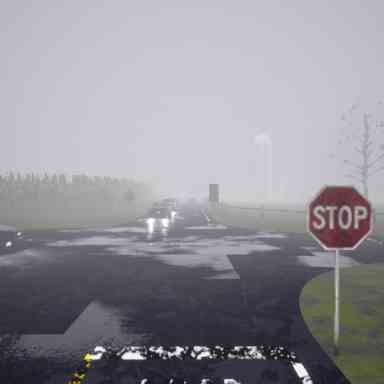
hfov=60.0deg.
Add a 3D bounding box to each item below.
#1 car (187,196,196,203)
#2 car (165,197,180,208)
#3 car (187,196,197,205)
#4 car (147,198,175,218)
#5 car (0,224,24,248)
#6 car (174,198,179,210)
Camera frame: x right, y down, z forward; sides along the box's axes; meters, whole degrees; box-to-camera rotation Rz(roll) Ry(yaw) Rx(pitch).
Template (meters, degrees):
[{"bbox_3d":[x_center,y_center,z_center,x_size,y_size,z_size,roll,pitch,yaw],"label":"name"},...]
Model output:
[{"bbox_3d":[-0.122,1.580,71.605,1.812,1.442,4.674,0,0,0],"label":"car"},{"bbox_3d":[-2.907,1.571,50.952,2.033,1.411,5.357,0,0,0],"label":"car"},{"bbox_3d":[0.000,1.586,61.155,2.033,1.411,5.357,0,0,0],"label":"car"},{"bbox_3d":[-2.885,1.570,30.484,1.994,1.385,4.181,0,0,0],"label":"car"},{"bbox_3d":[-9.219,1.458,12.588,5.357,1.411,2.033,1,1,11],"label":"car"},{"bbox_3d":[-2.908,1.539,40.454,1.812,1.442,4.674,0,0,0],"label":"car"}]
